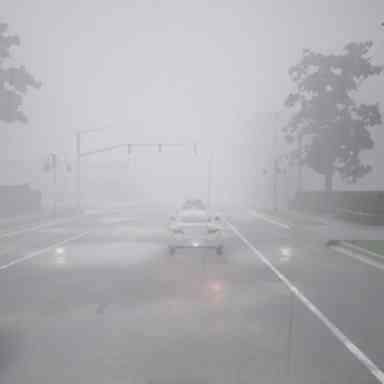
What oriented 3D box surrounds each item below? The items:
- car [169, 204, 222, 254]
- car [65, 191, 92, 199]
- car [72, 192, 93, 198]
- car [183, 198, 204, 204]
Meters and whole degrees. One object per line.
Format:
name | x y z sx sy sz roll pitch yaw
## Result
car | 0.118 1.383 12.735 1.812 1.442 4.674 0 0 0
car | -23.212 0.550 66.960 4.611 1.667 2.242 0 1 1
car | -23.920 0.647 72.713 3.806 1.475 1.970 0 1 1
car | 0.144 1.232 29.692 1.994 1.385 4.181 0 1 0
